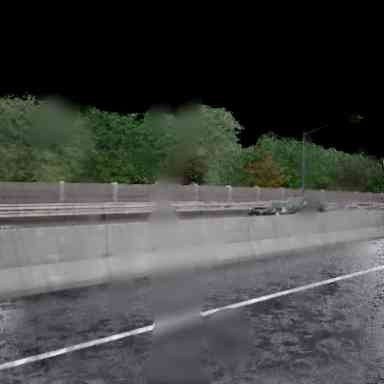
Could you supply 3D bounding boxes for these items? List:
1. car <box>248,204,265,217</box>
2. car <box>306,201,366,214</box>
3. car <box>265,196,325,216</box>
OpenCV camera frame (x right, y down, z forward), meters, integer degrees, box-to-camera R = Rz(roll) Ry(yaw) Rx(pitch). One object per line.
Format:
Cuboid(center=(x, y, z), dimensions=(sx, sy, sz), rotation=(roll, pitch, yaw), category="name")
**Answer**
Cuboid(center=(7.671, 1.690, 30.954), dimensions=(5.357, 1.411, 2.033), rotation=(1, 0, -35), category="car")
Cuboid(center=(11.106, 1.626, 24.806), dimensions=(4.902, 1.511, 2.128), rotation=(1, 0, -35), category="car")
Cuboid(center=(8.963, 1.353, 27.577), dimensions=(5.566, 2.045, 2.150), rotation=(0, 0, -35), category="car")
